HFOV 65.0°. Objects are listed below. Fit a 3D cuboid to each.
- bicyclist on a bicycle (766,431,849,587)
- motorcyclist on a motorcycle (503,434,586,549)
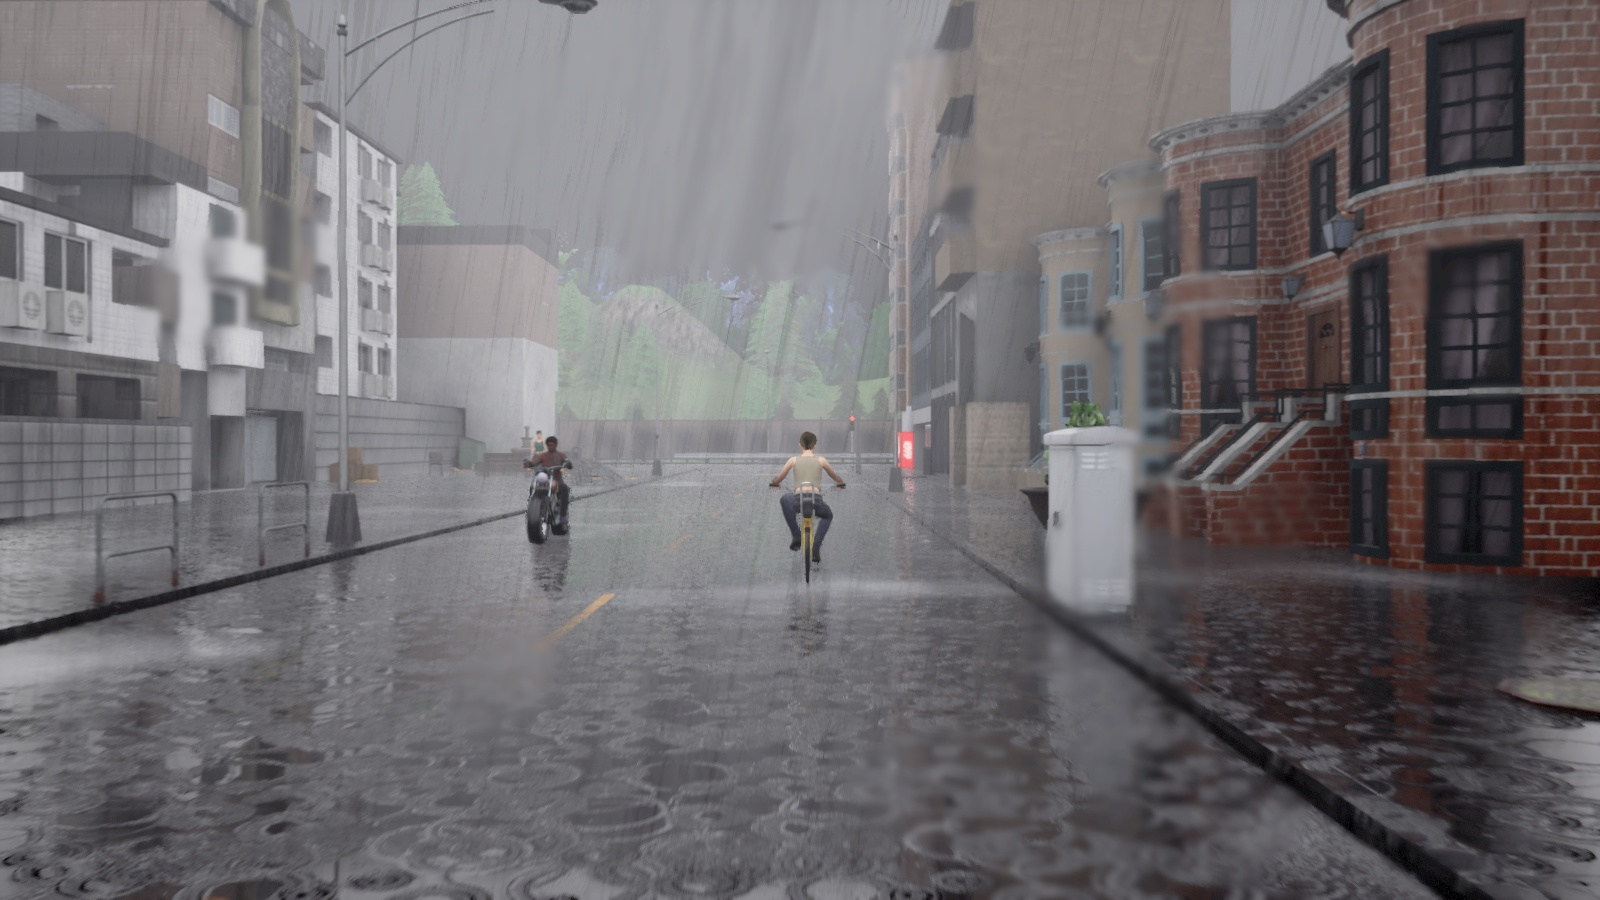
[{"bbox_3d":[0.085,0.606,13.756,0.866,1.612,1.509,0,0,1],"label":"bicyclist on a bicycle"},{"bbox_3d":[-3.879,0.585,19.255,0.766,1.649,2.350,0,0,0],"label":"motorcyclist on a motorcycle"}]
